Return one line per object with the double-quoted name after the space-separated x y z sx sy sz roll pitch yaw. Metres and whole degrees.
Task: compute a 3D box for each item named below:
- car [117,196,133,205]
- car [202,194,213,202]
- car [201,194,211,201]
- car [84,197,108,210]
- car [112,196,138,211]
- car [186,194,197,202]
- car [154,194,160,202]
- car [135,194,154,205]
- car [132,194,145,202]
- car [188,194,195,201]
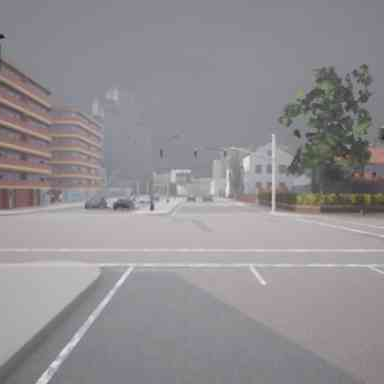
-11.640 1.375 57.757 1.812 1.442 4.674 0 0 0 "car"
3.392 1.356 69.604 2.033 1.411 5.357 0 0 0 "car"
3.375 1.284 80.020 2.128 1.511 4.902 0 0 0 "car"
-11.653 1.400 40.604 1.837 1.490 4.892 0 0 0 "car"
-8.155 1.497 39.920 1.895 1.301 4.718 0 0 0 "car"
-0.109 1.340 70.015 1.812 1.442 4.674 0 0 0 "car"
-8.112 1.230 71.833 1.882 1.535 5.008 0 0 0 "car"
-8.146 1.378 56.740 1.812 1.442 4.674 0 0 0 "car"
-11.613 1.256 72.561 2.128 1.511 4.902 0 0 0 "car"
-0.125 1.284 80.015 1.812 1.442 4.674 0 0 0 "car"
